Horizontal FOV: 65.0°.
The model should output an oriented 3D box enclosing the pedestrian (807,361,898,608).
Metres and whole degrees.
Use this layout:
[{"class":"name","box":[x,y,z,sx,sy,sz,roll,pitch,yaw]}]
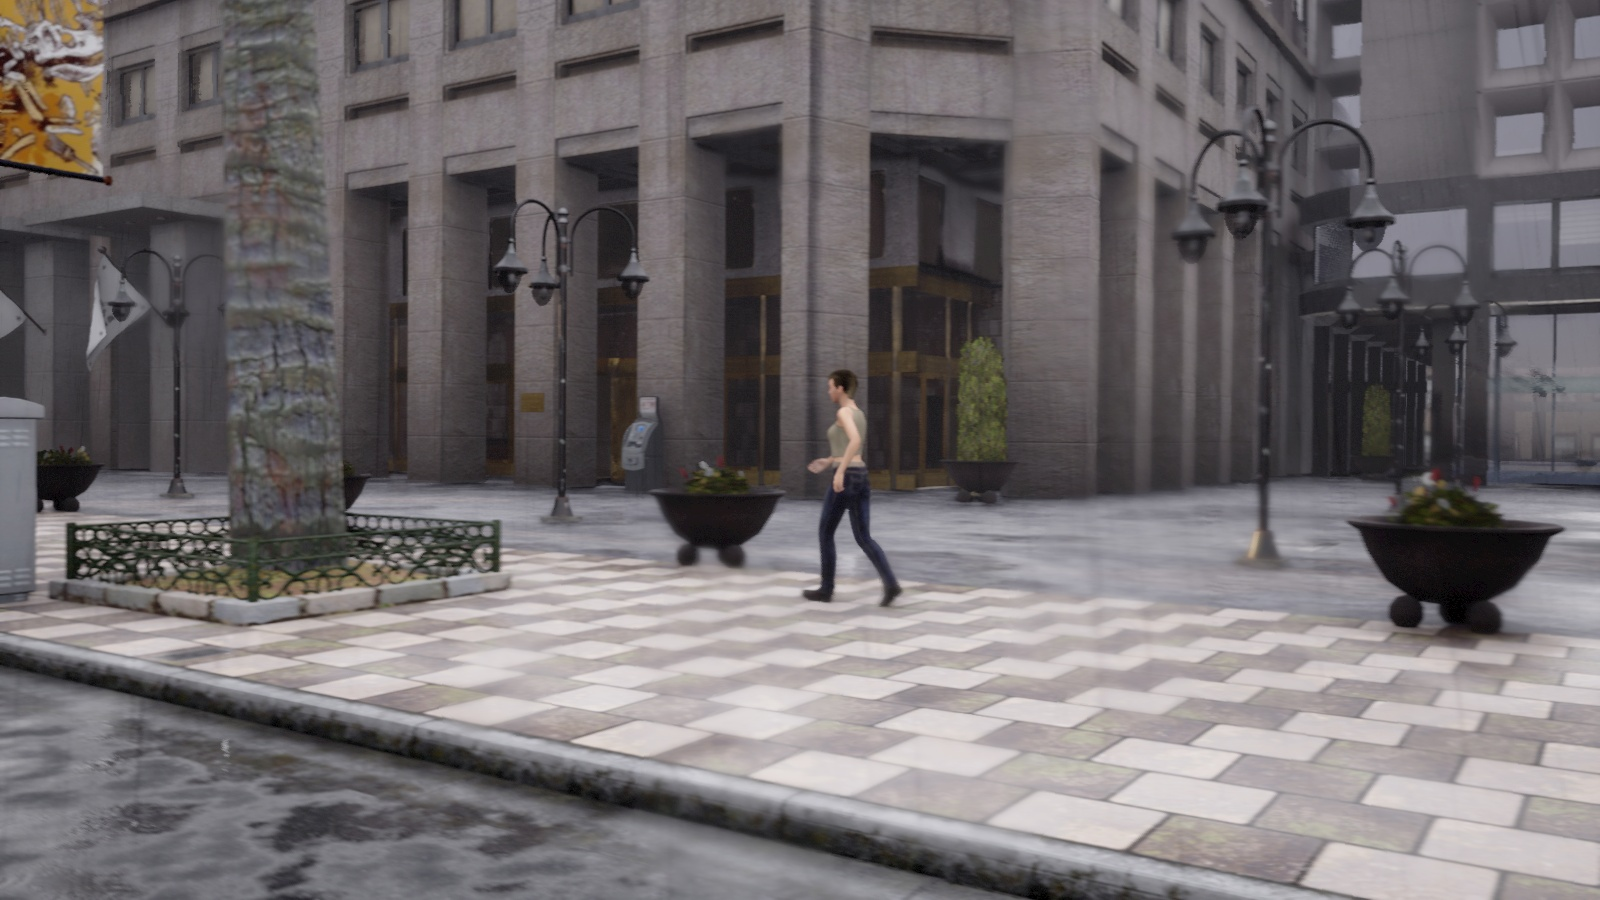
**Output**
[{"class":"pedestrian","box":[0.403,0.253,9.617,0.594,1.836,0.345,0,1,31]}]
